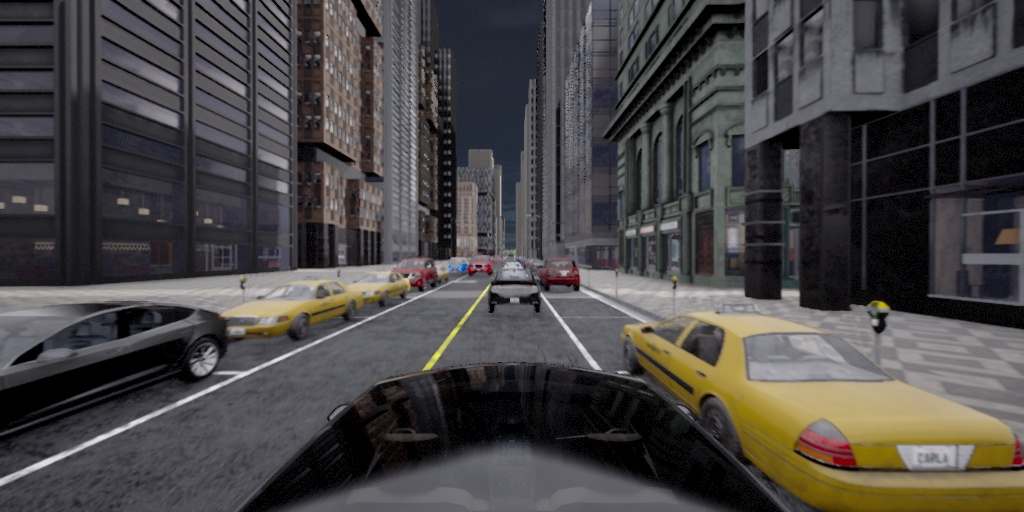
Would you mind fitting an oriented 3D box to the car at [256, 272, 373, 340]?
[{"bbox_3d":[-5.763,1.266,9.947,1.751,1.417,4.829,0,0,0],"label":"car"}]

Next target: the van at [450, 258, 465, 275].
[{"bbox_3d":[-5.764,1.058,38.320,1.690,1.789,3.998,0,0,0],"label":"van"}]

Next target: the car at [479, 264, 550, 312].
[{"bbox_3d":[0.092,1.227,14.077,2.128,1.511,4.902,0,0,0],"label":"car"}]

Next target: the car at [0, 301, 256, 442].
[{"bbox_3d":[-5.763,1.313,4.476,1.948,1.339,4.313,0,0,0],"label":"car"}]

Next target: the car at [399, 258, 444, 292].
[{"bbox_3d":[-5.763,1.044,21.398,2.192,1.841,5.009,0,0,0],"label":"car"}]

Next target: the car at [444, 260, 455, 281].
[{"bbox_3d":[-5.764,1.250,26.869,1.751,1.417,4.829,0,0,0],"label":"car"}]

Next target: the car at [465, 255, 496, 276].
[{"bbox_3d":[-3.098,0.942,36.213,2.150,2.045,5.566,0,0,0],"label":"car"}]

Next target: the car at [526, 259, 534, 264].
[{"bbox_3d":[2.761,1.268,38.327,2.007,1.370,4.403,0,0,0],"label":"car"}]

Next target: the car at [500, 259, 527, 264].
[{"bbox_3d":[0.094,1.248,30.379,1.812,1.442,4.674,0,0,0],"label":"car"}]

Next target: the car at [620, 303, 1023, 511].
[{"bbox_3d":[2.763,1.272,4.654,1.751,1.417,4.829,0,0,0],"label":"car"}]

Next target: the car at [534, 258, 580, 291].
[{"bbox_3d":[2.762,1.044,21.406,2.192,1.841,5.009,0,0,0],"label":"car"}]

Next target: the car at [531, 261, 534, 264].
[{"bbox_3d":[2.762,1.275,27.046,2.007,1.370,4.403,0,0,0],"label":"car"}]

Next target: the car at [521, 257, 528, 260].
[{"bbox_3d":[2.760,1.152,55.247,1.967,1.591,4.097,0,0,0],"label":"car"}]

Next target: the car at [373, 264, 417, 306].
[{"bbox_3d":[-5.763,1.260,15.587,1.751,1.417,4.829,0,0,0],"label":"car"}]
